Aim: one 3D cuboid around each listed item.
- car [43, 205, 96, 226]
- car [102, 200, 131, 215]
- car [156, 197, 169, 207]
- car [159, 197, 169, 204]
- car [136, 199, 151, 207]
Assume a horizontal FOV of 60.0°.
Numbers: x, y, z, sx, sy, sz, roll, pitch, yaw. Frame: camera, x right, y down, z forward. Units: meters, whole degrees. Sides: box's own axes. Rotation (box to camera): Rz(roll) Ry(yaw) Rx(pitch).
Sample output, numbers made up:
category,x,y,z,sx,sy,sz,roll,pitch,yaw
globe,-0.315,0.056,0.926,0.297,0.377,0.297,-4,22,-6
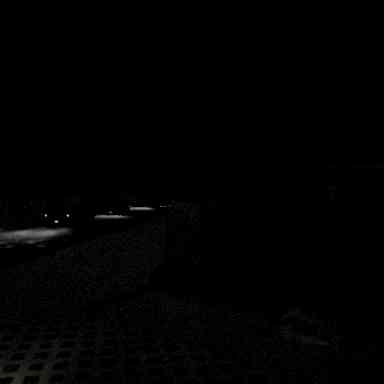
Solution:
category,x,y,z,sx,sy,sz,roll,pitch,yaw
car,-8.383,1.578,23.176,1.895,1.301,4.718,0,0,4
car,-7.718,1.572,34.487,2.033,1.411,5.357,0,0,2
car,-4.846,1.690,54.874,1.994,1.385,4.181,0,0,-2
car,-5.726,1.732,68.304,2.033,1.411,5.357,0,0,-5
car,-7.618,1.700,52.162,1.895,1.301,4.718,0,0,-1
